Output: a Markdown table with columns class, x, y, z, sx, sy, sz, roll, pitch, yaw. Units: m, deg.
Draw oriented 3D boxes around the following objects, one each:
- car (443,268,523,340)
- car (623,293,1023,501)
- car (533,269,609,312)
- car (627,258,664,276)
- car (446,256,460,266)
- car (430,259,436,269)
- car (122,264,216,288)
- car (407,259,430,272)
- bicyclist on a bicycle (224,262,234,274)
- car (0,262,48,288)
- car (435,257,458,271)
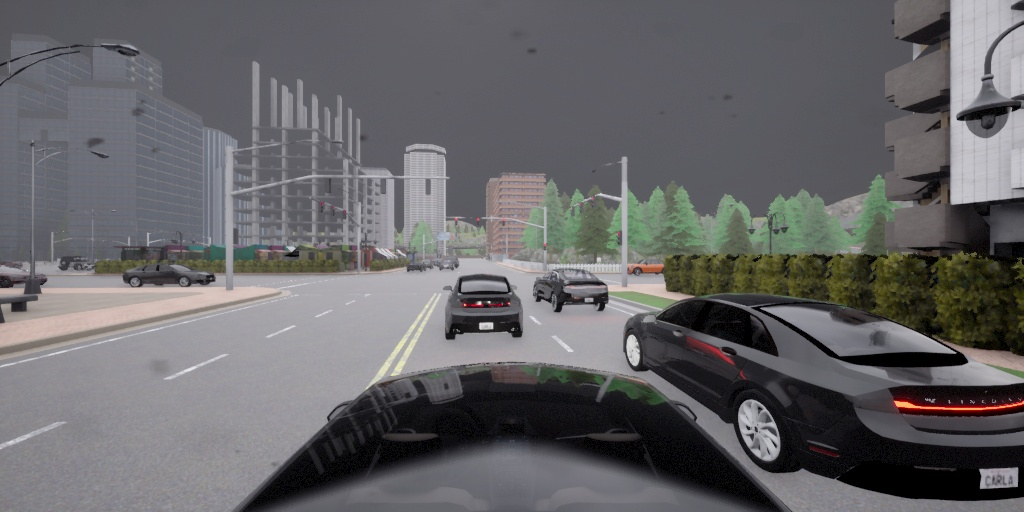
| class | x | y | z | sx | sy | sz | roll | pitch | yaw |
| --- | --- | --- | --- | --- | --- | --- | --- | --- | --- |
| car | -0.857 | 1.255 | 10.090 | 1.837 | 1.490 | 4.892 | 0 | 0 | -7 |
| car | 3.113 | 1.255 | 4.844 | 1.837 | 1.490 | 4.892 | 0 | 0 | -4 |
| car | 2.140 | 1.242 | 14.205 | 2.128 | 1.511 | 4.902 | 0 | 0 | -9 |
| car | 14.058 | 1.102 | 37.499 | 4.553 | 1.767 | 2.097 | 0 | 0 | -5 |
| car | -10.153 | 0.971 | 59.864 | 2.150 | 2.045 | 5.566 | 0 | 0 | -6 |
| car | -13.169 | 1.255 | 55.317 | 1.837 | 1.490 | 4.892 | 0 | 0 | -6 |
| car | -22.378 | 1.255 | 23.549 | 4.892 | 1.490 | 1.837 | 0 | 0 | -5 |
| car | -12.195 | 1.351 | 46.078 | 1.895 | 1.301 | 4.718 | 0 | 0 | -4 |
| bicyclist on a bicycle | -29.516 | 1.011 | 37.408 | 0.582 | 1.620 | 1.656 | 0 | 5 | -5 |
| car | -32.613 | 1.276 | 22.649 | 4.674 | 1.442 | 1.812 | 0 | 0 | -5 |
| car | -9.059 | 1.242 | 50.064 | 2.128 | 1.511 | 4.902 | 0 | 0 | -6 |
